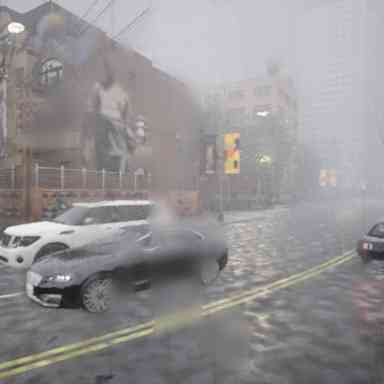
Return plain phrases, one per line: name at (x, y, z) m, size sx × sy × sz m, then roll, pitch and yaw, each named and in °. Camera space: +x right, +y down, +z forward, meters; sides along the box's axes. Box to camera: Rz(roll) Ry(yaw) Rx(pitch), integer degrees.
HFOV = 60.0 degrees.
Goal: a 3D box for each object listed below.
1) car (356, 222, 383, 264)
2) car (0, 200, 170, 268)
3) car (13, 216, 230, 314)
car at (7.144, 1.653, 11.266) m, size 1.895 × 1.301 × 4.718 m, roll 0°, pitch 0°, yaw 40°
car at (-3.059, 1.299, 10.791) m, size 5.566 × 2.045 × 2.150 m, roll 1°, pitch -1°, yaw -42°
car at (-1.200, 1.545, 7.860) m, size 4.902 × 1.511 × 2.128 m, roll 0°, pitch 0°, yaw -42°
